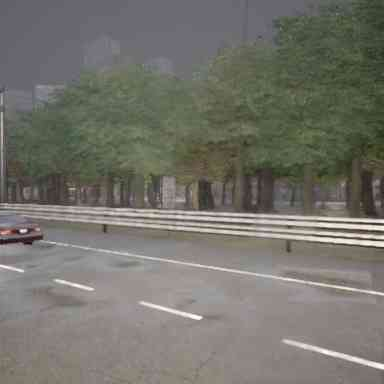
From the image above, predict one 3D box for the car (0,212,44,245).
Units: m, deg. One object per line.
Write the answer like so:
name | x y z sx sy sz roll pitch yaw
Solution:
car | -8.532 1.552 14.247 5.357 1.411 2.033 0 0 35
